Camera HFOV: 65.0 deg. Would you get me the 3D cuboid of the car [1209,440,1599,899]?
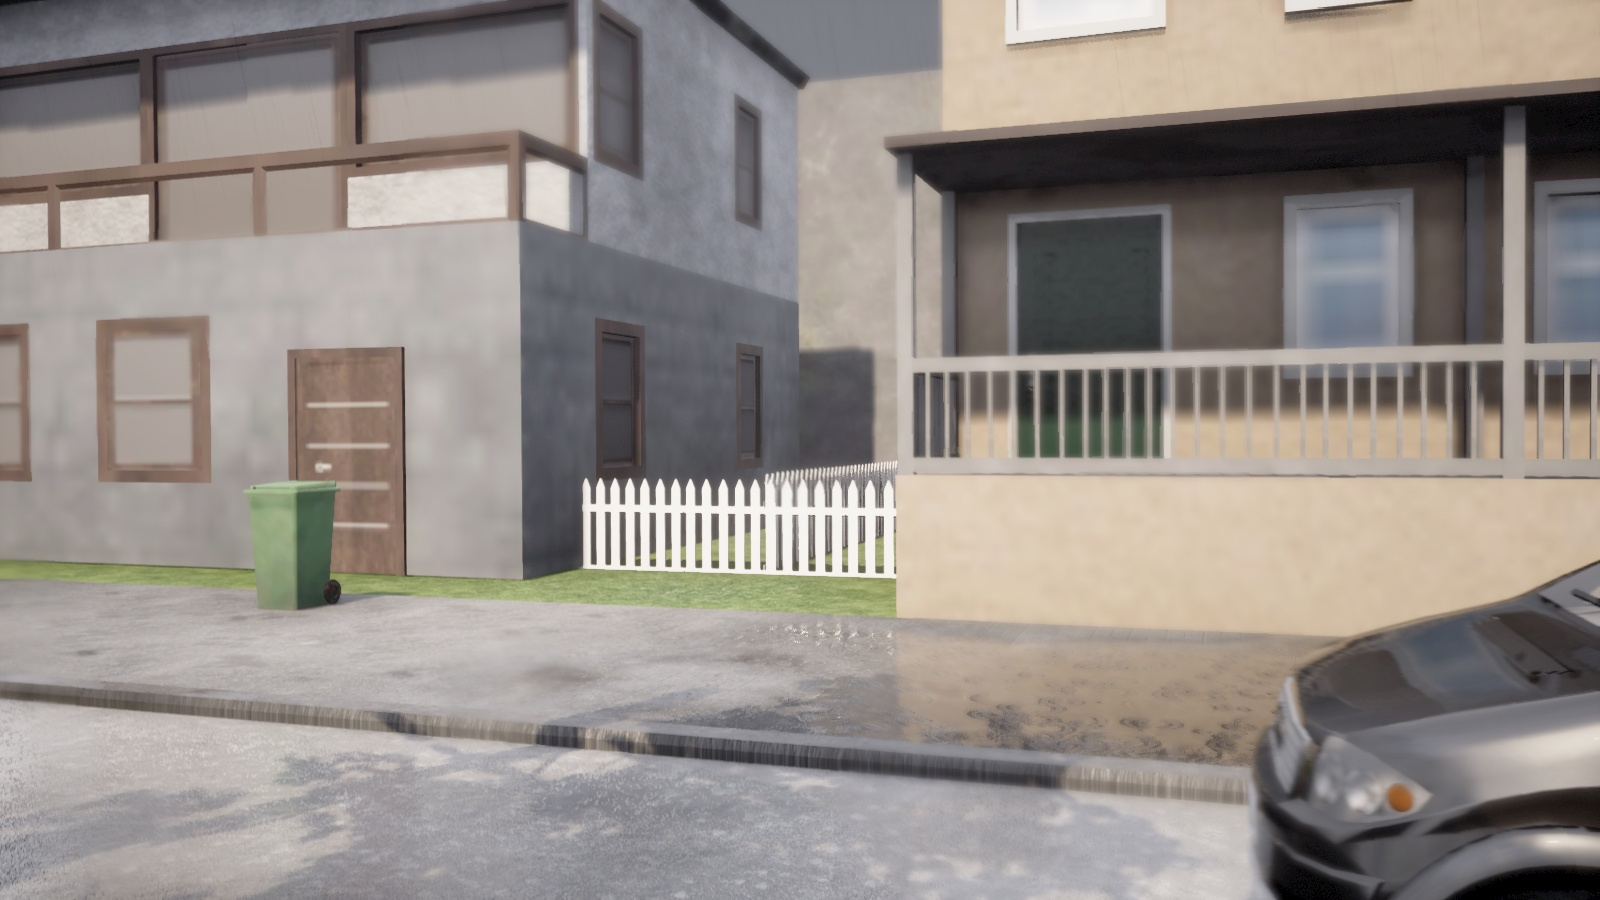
[{"bbox_3d":[2.859,0.770,2.758,3.705,1.549,1.789,1,1,19],"label":"car"}]
